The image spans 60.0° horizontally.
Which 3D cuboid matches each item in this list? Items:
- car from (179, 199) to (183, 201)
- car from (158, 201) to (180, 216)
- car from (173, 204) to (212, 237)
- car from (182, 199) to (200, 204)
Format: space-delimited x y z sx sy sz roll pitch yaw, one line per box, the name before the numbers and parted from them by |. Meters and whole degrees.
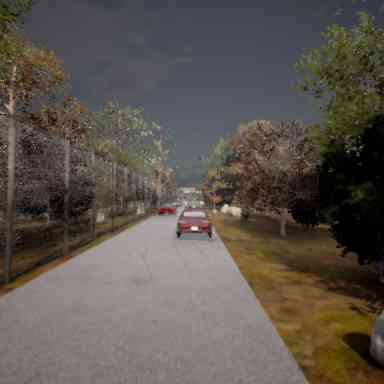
car | -2.302 2.378 78.384 2.097 1.767 4.553 0 -1 1
car | -2.735 1.990 37.862 1.895 1.301 4.718 0 -1 0
car | 0.127 1.625 18.435 1.812 1.442 4.674 0 -1 0
car | 0.226 1.795 40.471 2.097 1.767 4.553 0 -1 0
